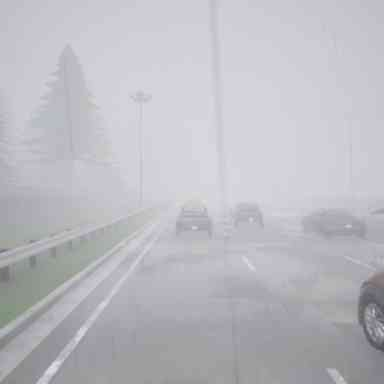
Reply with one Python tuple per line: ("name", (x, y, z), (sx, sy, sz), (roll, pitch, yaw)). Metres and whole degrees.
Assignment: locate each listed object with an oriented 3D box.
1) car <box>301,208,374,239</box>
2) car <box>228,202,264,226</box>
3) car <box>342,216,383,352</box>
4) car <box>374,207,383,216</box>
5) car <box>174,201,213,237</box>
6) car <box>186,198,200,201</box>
("car", (7.099, 1.510, 17.061), (1.994, 1.385, 4.181), (0, 0, 0))
("car", (3.600, 1.431, 22.664), (1.837, 1.490, 4.892), (0, 0, 0))
("car", (3.600, 1.342, 3.291), (2.097, 1.767, 4.553), (0, 0, 0))
("car", (10.586, 1.472, 17.410), (1.812, 1.442, 4.674), (0, 0, 0))
("car", (0.100, 1.433, 17.651), (2.128, 1.511, 4.902), (0, 0, 0))
("car", (0.099, 1.358, 36.493), (1.882, 1.535, 5.008), (0, 0, 0))
